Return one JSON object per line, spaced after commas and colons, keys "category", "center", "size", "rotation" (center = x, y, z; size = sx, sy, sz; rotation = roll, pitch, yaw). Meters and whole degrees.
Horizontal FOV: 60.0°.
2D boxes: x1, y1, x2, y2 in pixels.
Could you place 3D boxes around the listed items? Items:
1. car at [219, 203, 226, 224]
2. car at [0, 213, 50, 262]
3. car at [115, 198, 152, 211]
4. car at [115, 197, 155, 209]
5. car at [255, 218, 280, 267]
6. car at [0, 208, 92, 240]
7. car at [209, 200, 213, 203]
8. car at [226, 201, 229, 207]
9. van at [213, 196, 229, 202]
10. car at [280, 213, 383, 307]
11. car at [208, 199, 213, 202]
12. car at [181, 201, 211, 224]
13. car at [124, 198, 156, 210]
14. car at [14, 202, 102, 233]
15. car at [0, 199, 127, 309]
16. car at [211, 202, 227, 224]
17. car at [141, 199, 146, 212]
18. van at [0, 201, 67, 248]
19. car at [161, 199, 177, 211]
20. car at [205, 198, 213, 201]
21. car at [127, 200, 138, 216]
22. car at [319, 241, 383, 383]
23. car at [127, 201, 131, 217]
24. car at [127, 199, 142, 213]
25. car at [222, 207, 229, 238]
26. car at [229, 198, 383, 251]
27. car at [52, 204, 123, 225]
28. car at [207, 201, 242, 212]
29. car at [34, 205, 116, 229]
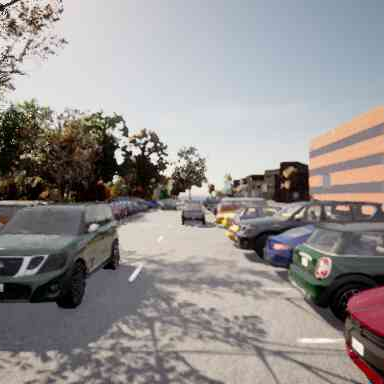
{"category": "car", "center": [4.612, 1.676, 20.815], "size": [5.366, 1.575, 1.946], "rotation": [0, -1, 0]}
{"category": "car", "center": [-8.154, 1.597, 12.284], "size": [4.892, 1.521, 2.231], "rotation": [0, -1, 0]}
{"category": "car", "center": [-8.141, 1.889, 43.342], "size": [4.892, 1.521, 2.231], "rotation": [0, -1, 0]}
{"category": "car", "center": [-8.105, 1.660, 46.044], "size": [5.566, 2.045, 2.435], "rotation": [0, -1, 0]}
{"category": "car", "center": [4.417, 1.612, 9.512], "size": [4.674, 1.452, 2.002], "rotation": [0, -1, 0]}
{"category": "car", "center": [-8.149, 1.649, 17.806], "size": [5.008, 1.535, 2.097], "rotation": [0, -1, 0]}
{"category": "car", "center": [4.431, 1.854, 34.943], "size": [4.674, 1.452, 2.002], "rotation": [0, -1, 0]}
{"category": "car", "center": [4.393, 1.527, 17.991], "size": [4.553, 1.767, 2.185], "rotation": [0, -1, 0]}
{"category": "van", "center": [4.314, 1.534, 29.294], "size": [4.442, 1.987, 1.878], "rotation": [0, -1, 0]}
{"category": "car", "center": [4.387, 1.420, 6.688], "size": [4.553, 1.767, 2.185], "rotation": [0, -1, 0]}
{"category": "car", "center": [4.438, 1.880, 37.768], "size": [4.674, 1.452, 2.002], "rotation": [0, -1, 0]}
{"category": "car", "center": [0.115, 1.748, 26.903], "size": [2.128, 1.511, 4.902], "rotation": [0, -1, 0]}
{"category": "car", "center": [-8.067, 1.824, 51.823], "size": [4.553, 1.767, 2.185], "rotation": [0, -1, 0]}
{"category": "car", "center": [-8.173, 1.550, 20.631], "size": [4.553, 1.767, 2.185], "rotation": [0, -1, 0]}
{"category": "car", "center": [-3.344, 1.302, 8.427], "size": [2.150, 2.045, 5.566], "rotation": [0, -1, 0]}
{"category": "car", "center": [4.242, 1.703, 23.641], "size": [5.366, 1.575, 1.946], "rotation": [0, -1, 0]}
{"category": "car", "center": [-8.129, 1.838, 37.695], "size": [4.892, 1.521, 2.231], "rotation": [0, 0, 0]}
{"category": "van", "center": [-8.261, 1.397, 15.111], "size": [4.442, 1.987, 1.878], "rotation": [0, -1, 0]}
{"category": "car", "center": [-3.305, 1.804, 48.555], "size": [2.097, 1.767, 4.553], "rotation": [0, 0, 0]}
{"category": "car", "center": [4.444, 1.891, 43.419], "size": [5.008, 1.535, 2.097], "rotation": [0, 0, 0]}
{"category": "car", "center": [-8.131, 1.784, 32.048], "size": [5.008, 1.535, 2.097], "rotation": [0, 0, 0]}
{"category": "car", "center": [4.422, 1.518, 3.861], "size": [5.008, 1.535, 2.097], "rotation": [0, -1, 0]}
{"category": "car", "center": [-8.167, 1.787, 29.223], "size": [4.792, 1.488, 2.163], "rotation": [0, -1, 0]}
{"category": "car", "center": [-8.130, 1.810, 34.871], "size": [5.008, 1.535, 2.097], "rotation": [0, -1, 0]}
{"category": "car", "center": [4.238, 1.623, 15.164], "size": [5.366, 1.575, 1.946], "rotation": [0, -1, 0]}
{"category": "car", "center": [4.393, 1.348, 12.340], "size": [5.566, 2.045, 2.435], "rotation": [0, -1, 0]}
{"category": "car", "center": [-8.144, 1.729, 26.276], "size": [5.008, 1.535, 2.097], "rotation": [0, -1, 0]}
{"category": "car", "center": [4.443, 1.955, 46.246], "size": [4.674, 1.452, 2.002], "rotation": [0, 0, 0]}
{"category": "car", "center": [-8.136, 1.702, 23.453], "size": [5.008, 1.535, 2.097], "rotation": [0, -1, 0]}
